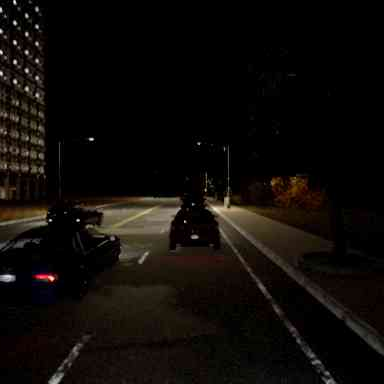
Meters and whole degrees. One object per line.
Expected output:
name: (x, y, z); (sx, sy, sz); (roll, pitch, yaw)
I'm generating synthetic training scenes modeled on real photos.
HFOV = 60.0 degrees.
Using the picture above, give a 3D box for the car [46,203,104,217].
car: (-6.599, 1.531, 19.326); (1.895, 1.301, 4.718); (0, 0, 0)

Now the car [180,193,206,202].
car: (0.099, 1.110, 30.389); (2.150, 2.045, 5.566); (0, 0, 0)

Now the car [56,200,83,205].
car: (-9.841, 1.409, 26.457); (1.837, 1.490, 4.892); (0, 0, 0)

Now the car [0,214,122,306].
car: (-3.153, 1.518, 8.220); (2.033, 1.411, 5.357); (0, 0, 0)

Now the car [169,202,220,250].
car: (0.100, 1.426, 14.173); (1.882, 1.535, 5.008); (0, 0, 0)
